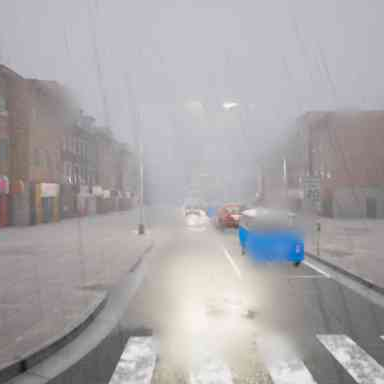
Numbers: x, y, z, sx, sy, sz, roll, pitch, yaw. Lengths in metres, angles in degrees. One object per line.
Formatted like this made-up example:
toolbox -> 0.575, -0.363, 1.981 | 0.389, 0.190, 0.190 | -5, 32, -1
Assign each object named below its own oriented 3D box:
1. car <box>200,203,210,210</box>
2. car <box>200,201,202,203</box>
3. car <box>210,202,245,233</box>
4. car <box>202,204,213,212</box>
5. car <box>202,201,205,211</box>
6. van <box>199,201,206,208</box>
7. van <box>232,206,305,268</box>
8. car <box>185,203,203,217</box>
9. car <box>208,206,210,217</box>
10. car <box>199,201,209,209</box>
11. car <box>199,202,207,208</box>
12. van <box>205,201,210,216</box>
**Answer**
car -> 2.762, 2.987, 69.994 | 1.887, 1.381, 4.507 | -2, -1, 0
car -> 0.106, 2.541, 52.658 | 2.128, 1.511, 4.902 | -1, -1, 0
car -> 2.653, 1.701, 22.398 | 2.192, 1.841, 5.009 | -2, -1, 0
car -> 2.741, 2.765, 59.415 | 1.802, 1.307, 4.206 | -2, -1, 0
car -> 2.702, 2.261, 43.552 | 1.967, 1.590, 4.097 | -2, -1, 0
van -> 2.796, 3.281, 88.879 | 1.690, 1.788, 3.998 | -2, -2, 0
van -> 2.632, 1.534, 11.817 | 1.690, 1.788, 3.998 | -2, -1, 0
car -> 0.087, 2.429, 42.692 | 1.895, 1.301, 4.718 | -1, -1, 0
car -> 2.672, 2.041, 27.681 | 2.008, 1.369, 4.403 | -2, -1, 0
car -> 2.776, 3.032, 80.577 | 2.192, 1.841, 5.009 | -2, -2, 0
car -> 2.797, 3.401, 85.554 | 2.008, 1.369, 4.403 | -2, -2, 0
van -> 2.688, 2.048, 38.265 | 1.690, 1.788, 3.998 | -2, -1, 0
